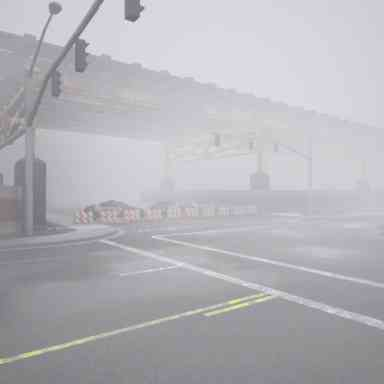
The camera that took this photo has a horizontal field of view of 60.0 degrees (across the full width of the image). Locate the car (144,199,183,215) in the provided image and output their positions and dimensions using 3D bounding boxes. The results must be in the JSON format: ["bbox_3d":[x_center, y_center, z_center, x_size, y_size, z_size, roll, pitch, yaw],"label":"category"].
[{"bbox_3d":[-2.496,1.295,30.304,1.853,1.218,4.536,0,0,18],"label":"car"}]

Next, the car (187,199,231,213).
[{"bbox_3d":[1.349,1.295,34.006,4.536,1.218,1.853,0,0,-7],"label":"car"}]

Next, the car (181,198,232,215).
[{"bbox_3d":[1.400,1.453,34.013,4.974,1.542,2.038,0,0,-7],"label":"car"}]

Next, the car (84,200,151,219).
[{"bbox_3d":[-6.257,1.453,27.571,4.974,1.542,2.038,0,0,8],"label":"car"}]

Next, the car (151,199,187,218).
[{"bbox_3d":[-2.511,1.453,30.255,2.038,1.542,4.974,0,0,18],"label":"car"}]

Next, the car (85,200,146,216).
[{"bbox_3d":[-6.309,1.295,27.578,4.536,1.218,1.853,0,0,8],"label":"car"}]
